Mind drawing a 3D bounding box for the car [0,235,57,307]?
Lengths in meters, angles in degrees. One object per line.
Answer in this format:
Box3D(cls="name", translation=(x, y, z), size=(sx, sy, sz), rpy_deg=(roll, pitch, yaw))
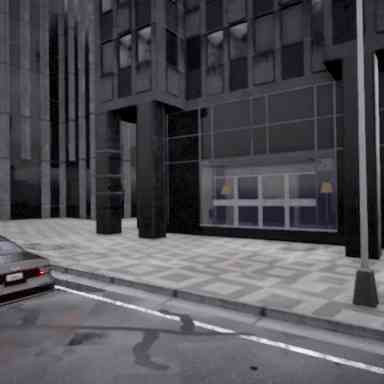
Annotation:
Box3D(cls="car", translation=(-5.293, 1.614, 7.523), size=(5.357, 1.411, 2.033), rpy_deg=(0, 0, 35))
